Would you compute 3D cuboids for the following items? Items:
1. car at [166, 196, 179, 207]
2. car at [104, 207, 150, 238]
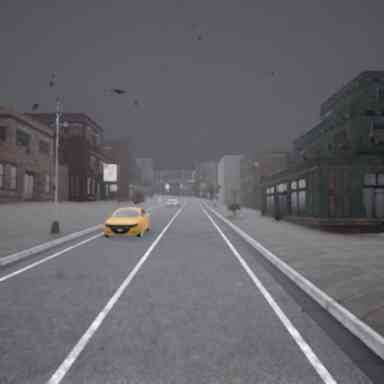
[{"bbox_3d":[-3.525,1.691,61.385,2.150,2.045,5.566,0,0,0],"label":"car"},{"bbox_3d":[-3.486,1.589,18.558,1.882,1.535,5.008,0,0,0],"label":"car"}]
